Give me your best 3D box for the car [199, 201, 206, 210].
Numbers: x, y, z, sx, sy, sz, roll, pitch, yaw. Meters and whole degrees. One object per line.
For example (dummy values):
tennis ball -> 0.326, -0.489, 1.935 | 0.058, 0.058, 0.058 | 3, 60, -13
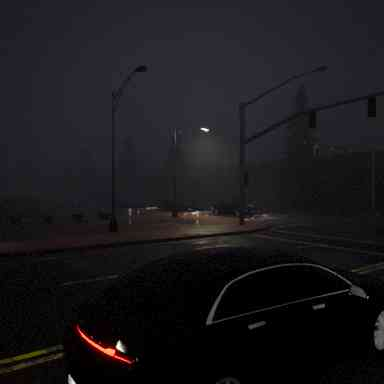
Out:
car -> -0.291, 1.505, 41.962 | 1.837, 1.490, 4.892 | 0, 0, -41

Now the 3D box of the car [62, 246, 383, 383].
car -> 0.894, 1.505, 4.435 | 4.892, 1.490, 1.837 | 0, 0, -35

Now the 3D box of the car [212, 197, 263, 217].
car -> 3.864, 1.505, 30.911 | 1.837, 1.490, 4.892 | 0, 0, -36

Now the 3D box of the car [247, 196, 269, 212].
car -> 5.303, 1.352, 34.815 | 2.097, 1.767, 4.553 | 0, 0, -37

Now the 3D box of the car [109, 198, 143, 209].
car -> -9.411, 1.526, 45.807 | 4.674, 1.442, 1.812 | 0, 0, 36

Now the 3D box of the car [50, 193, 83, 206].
car -> -21.034, 1.134, 55.823 | 5.566, 2.045, 2.150 | 0, 0, 16

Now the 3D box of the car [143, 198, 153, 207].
car -> -7.642, 1.564, 48.785 | 4.181, 1.385, 1.994 | 0, 0, 35

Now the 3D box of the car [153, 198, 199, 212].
car -> -1.943, 1.547, 38.733 | 2.033, 1.411, 5.357 | 0, 0, -39
